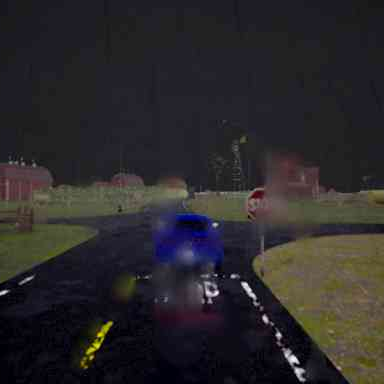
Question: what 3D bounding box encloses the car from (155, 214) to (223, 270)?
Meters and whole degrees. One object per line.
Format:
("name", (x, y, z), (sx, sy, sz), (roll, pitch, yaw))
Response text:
("car", (-0.122, 1.481, 11.098), (1.882, 1.535, 5.008), (0, 0, -1))
